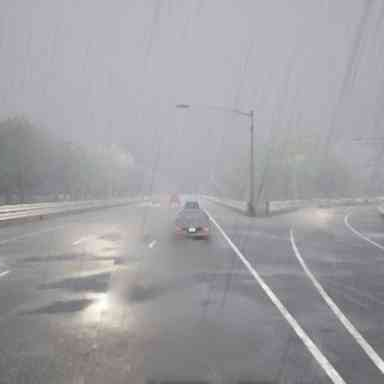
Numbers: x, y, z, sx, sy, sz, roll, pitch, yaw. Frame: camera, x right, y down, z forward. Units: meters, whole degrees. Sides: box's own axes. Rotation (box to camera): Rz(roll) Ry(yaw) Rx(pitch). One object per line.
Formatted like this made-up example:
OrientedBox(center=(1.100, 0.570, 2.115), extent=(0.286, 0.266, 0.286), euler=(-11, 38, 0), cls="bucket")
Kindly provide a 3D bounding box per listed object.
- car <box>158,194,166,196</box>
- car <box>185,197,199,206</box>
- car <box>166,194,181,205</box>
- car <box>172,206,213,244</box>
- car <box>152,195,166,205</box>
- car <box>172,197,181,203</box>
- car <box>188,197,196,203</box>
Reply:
OrientedBox(center=(-6.994, 1.418, 77.558), extent=(2.150, 2.045, 5.566), euler=(0, 0, 0), cls="car")
OrientedBox(center=(0.006, 1.664, 47.655), extent=(1.882, 1.535, 5.008), euler=(0, 0, 0), cls="car")
OrientedBox(center=(-3.494, 1.519, 67.135), extent=(2.150, 2.045, 5.566), euler=(0, 0, 0), cls="car")
OrientedBox(center=(0.003, 1.603, 16.137), extent=(2.033, 1.411, 5.357), euler=(0, 0, 0), cls="car")
OrientedBox(center=(-6.994, 1.851, 67.521), extent=(1.994, 1.385, 4.181), euler=(0, 0, 0), cls="car")
OrientedBox(center=(-3.494, 1.788, 77.557), extent=(1.895, 1.301, 4.718), euler=(0, 0, 0), cls="car")
OrientedBox(center=(0.006, 1.808, 77.972), extent=(1.895, 1.301, 4.718), euler=(0, 0, 0), cls="car")
